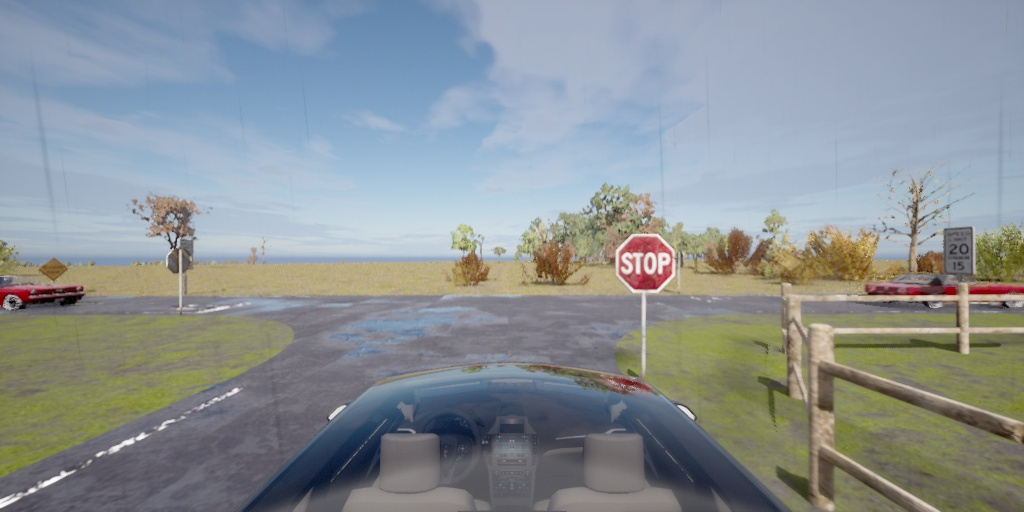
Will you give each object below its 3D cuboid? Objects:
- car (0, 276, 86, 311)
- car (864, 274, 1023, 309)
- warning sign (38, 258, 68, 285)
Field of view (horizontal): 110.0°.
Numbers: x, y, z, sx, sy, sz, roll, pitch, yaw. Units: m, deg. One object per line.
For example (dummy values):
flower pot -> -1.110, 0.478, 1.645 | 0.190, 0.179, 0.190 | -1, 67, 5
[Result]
car -> -20.504, 1.471, 14.517 | 4.718, 1.301, 1.895 | 0, 0, 0
car -> 17.357, 1.370, 14.380 | 4.718, 1.301, 1.895 | 0, 0, 1
warning sign -> -25.415, 1.024, 19.846 | 1.060, 1.860, 1.300 | 0, 0, 0
